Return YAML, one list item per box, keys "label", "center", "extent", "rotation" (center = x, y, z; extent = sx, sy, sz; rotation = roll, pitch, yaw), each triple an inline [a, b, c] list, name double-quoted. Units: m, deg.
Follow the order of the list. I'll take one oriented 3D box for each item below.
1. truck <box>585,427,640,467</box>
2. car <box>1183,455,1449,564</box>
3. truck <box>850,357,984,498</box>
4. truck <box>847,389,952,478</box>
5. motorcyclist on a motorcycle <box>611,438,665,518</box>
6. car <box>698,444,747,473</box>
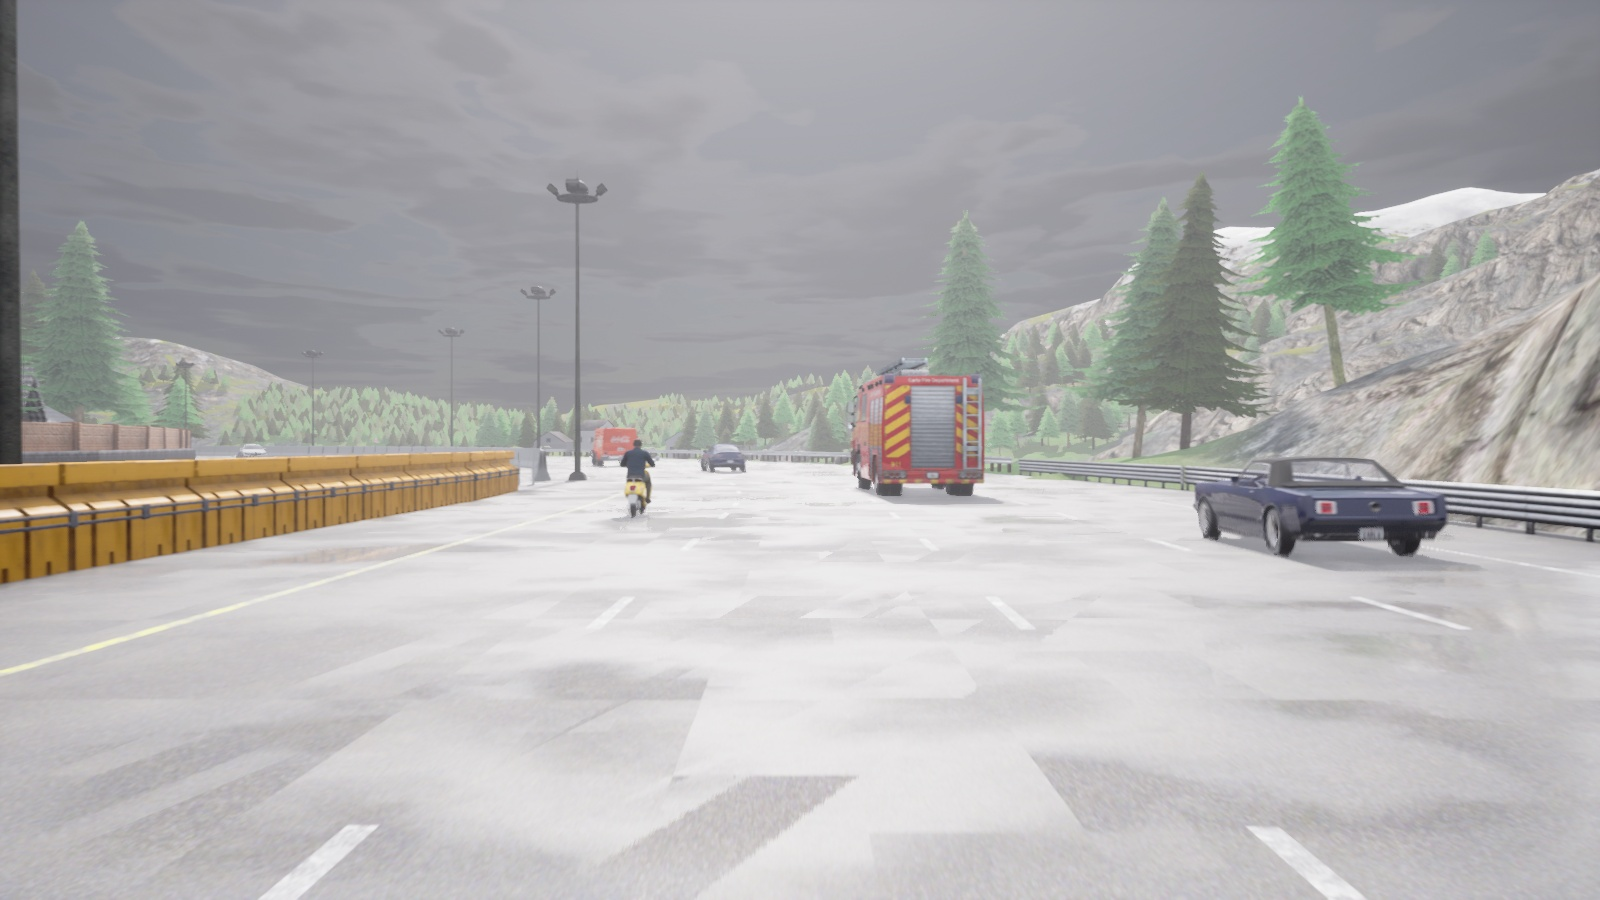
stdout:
- label: "truck"
  center: [-12.198, -0.206, 81.404]
  extent: [2.627, 2.467, 5.204]
  rotation: [0, 0, -19]
- label: "car"
  center: [7.135, 0.751, 17.979]
  extent: [1.895, 1.301, 4.718]
  rotation: [0, 0, 0]
- label: "truck"
  center: [3.373, -0.633, 38.534]
  extent: [2.891, 3.827, 8.468]
  rotation: [0, 0, -3]
- label: "truck"
  center: [4.478, -0.745, 58.716]
  extent: [2.891, 3.827, 8.468]
  rotation: [0, 0, -10]
- label: "motorcyclist on a motorcycle"
  center: [-3.313, 0.552, 25.823]
  extent: [0.866, 1.590, 1.817]
  rotation: [0, 0, 0]
- label: "car"
  center: [-4.069, 0.399, 65.582]
  extent: [1.812, 1.442, 4.674]
  rotation: [0, 0, -13]
